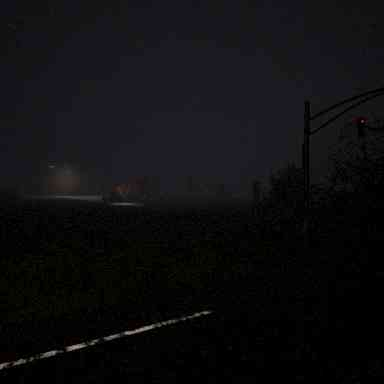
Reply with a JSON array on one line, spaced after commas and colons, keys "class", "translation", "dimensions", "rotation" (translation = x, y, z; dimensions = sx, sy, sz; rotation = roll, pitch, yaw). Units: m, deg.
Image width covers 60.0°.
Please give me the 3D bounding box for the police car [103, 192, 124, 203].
[{"class": "police car", "translation": [-11.779, 0.821, 49.809], "dimensions": [2.038, 1.542, 4.974], "rotation": [1, 0, -32]}]
